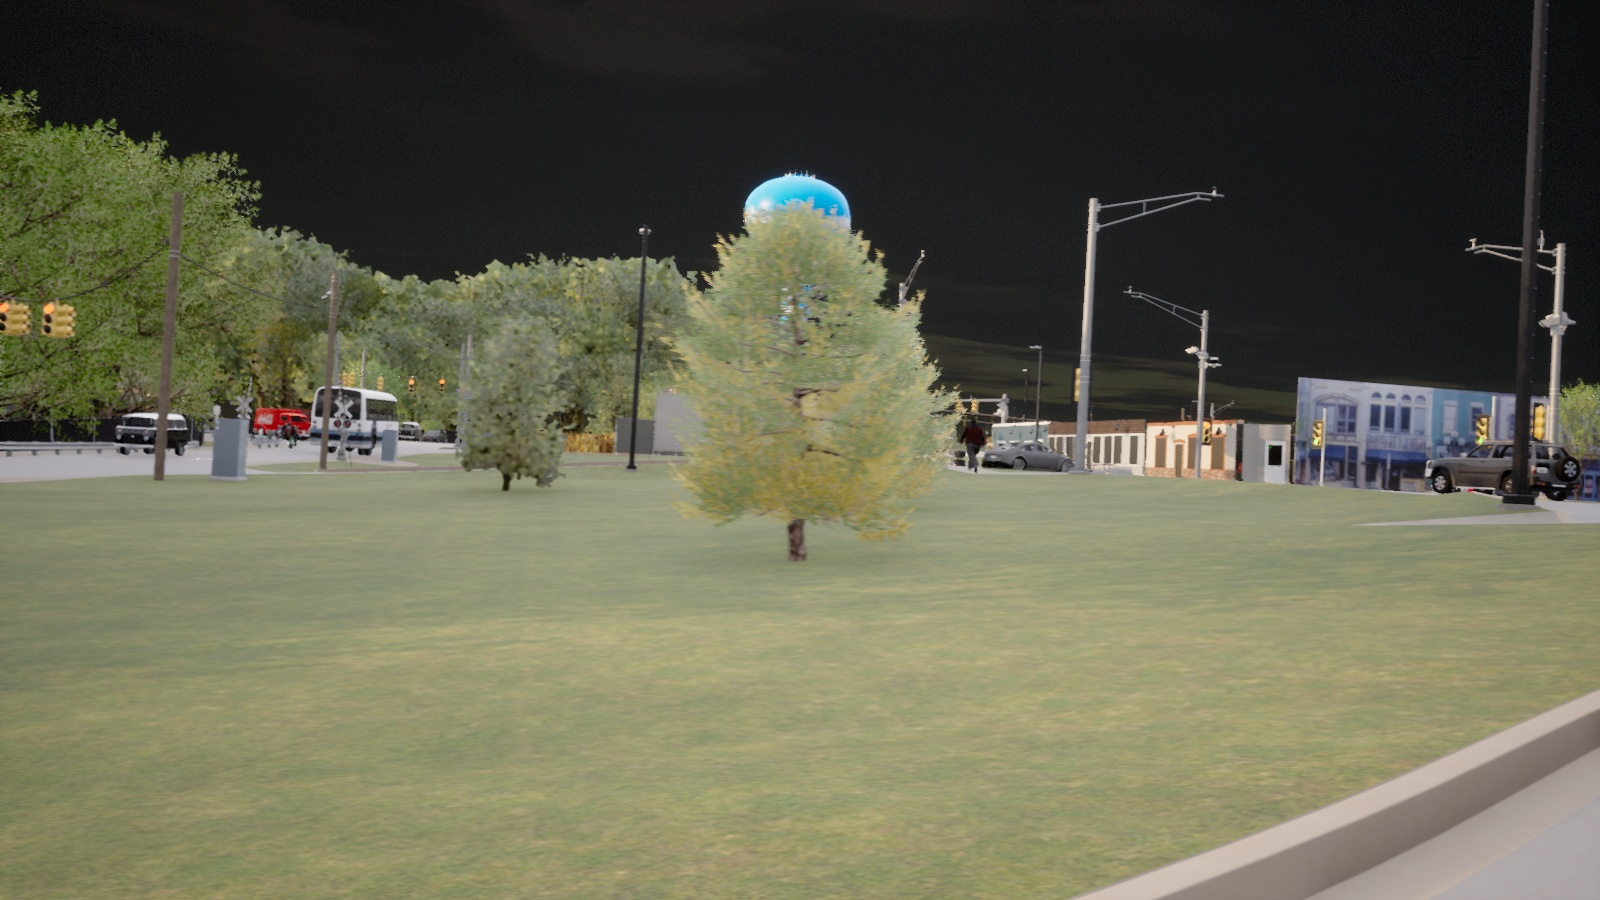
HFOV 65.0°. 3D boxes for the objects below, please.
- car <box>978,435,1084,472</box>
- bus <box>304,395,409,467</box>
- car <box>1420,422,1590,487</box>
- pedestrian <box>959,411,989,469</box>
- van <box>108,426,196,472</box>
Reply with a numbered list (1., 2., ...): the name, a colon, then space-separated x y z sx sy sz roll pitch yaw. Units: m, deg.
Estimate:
1. car: 9.942 0.172 54.043 4.181 1.385 1.994 3 -1 -32
2. bus: -29.099 -1.259 83.038 3.944 4.253 10.273 3 0 -5
3. car: 22.214 0.131 39.793 1.932 1.855 4.605 3 0 -16
4. pedestrian: 5.713 -0.323 41.266 0.634 1.844 0.899 2 -1 -12
5. van: -30.782 -0.081 59.807 2.069 2.038 4.480 2 0 -5
